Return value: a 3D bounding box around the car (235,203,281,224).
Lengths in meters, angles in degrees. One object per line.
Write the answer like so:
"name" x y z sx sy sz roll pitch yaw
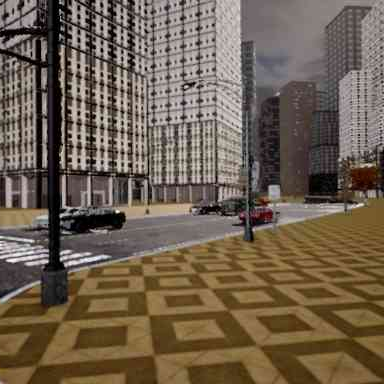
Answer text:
"car" 5.612 1.824 26.941 1.895 1.301 4.718 -1 -1 34

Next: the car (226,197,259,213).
"car" 5.252 1.568 38.180 2.150 2.045 5.566 -1 -1 34

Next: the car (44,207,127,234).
"car" -6.338 1.705 21.110 2.128 1.511 4.902 -1 -1 34

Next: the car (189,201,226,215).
"car" 1.503 1.859 38.438 2.128 1.511 4.902 -1 -1 34

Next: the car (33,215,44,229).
"car" -8.709 1.777 23.398 1.812 1.442 4.674 -1 -1 36

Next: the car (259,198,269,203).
"car" 10.605 1.665 52.143 1.882 1.535 5.008 -1 -1 32
